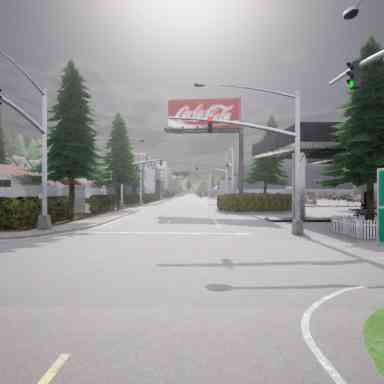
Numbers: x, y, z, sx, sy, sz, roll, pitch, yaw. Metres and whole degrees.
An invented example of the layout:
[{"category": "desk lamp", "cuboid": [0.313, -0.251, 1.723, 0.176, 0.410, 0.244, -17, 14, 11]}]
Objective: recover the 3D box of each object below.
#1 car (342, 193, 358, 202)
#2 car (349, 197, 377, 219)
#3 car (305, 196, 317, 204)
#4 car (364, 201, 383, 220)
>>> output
[{"category": "car", "cuboid": [34.931, 1.489, 71.791, 2.007, 1.523, 4.514, 0, 0, 0]}, {"category": "car", "cuboid": [14.376, 1.505, 24.940, 3.866, 1.878, 1.905, 0, 0, 0]}, {"category": "car", "cuboid": [22.524, 1.552, 64.004, 1.970, 1.475, 3.806, 0, 0, 0]}, {"category": "car", "cuboid": [18.705, 1.672, 30.609, 4.611, 1.667, 2.242, 0, 0, 0]}]
